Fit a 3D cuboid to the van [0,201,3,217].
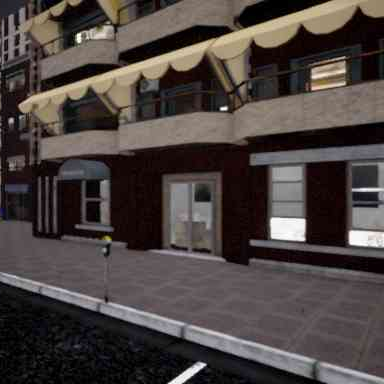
[{"bbox_3d":[-21.629,1.881,35.726,1.690,1.788,3.998,-2,-2,35],"label":"van"}]
